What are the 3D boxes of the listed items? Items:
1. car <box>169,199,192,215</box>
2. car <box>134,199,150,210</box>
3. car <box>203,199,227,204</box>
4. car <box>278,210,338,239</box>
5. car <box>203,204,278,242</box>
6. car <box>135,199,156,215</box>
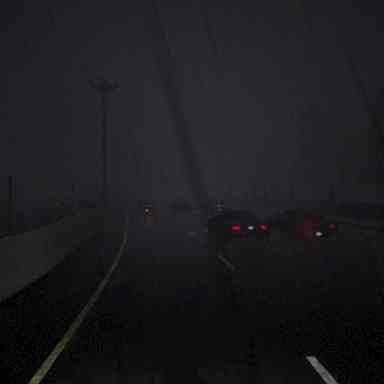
[{"bbox_3d":[-1.244,1.478,34.434,1.882,1.535,5.008,0,0,-11],"label":"car"},{"bbox_3d":[-6.723,1.601,44.628,1.895,1.301,4.718,0,0,-11],"label":"car"},{"bbox_3d":[2.372,1.503,34.131,1.837,1.490,4.892,0,0,-11],"label":"car"},{"bbox_3d":[5.409,1.601,17.319,1.895,1.301,4.718,0,0,-9],"label":"car"},{"bbox_3d":[2.045,1.548,16.353,2.033,1.411,5.357,0,0,-9],"label":"car"},{"bbox_3d":[-4.800,1.505,34.394,1.837,1.490,4.892,0,0,-11],"label":"car"}]
